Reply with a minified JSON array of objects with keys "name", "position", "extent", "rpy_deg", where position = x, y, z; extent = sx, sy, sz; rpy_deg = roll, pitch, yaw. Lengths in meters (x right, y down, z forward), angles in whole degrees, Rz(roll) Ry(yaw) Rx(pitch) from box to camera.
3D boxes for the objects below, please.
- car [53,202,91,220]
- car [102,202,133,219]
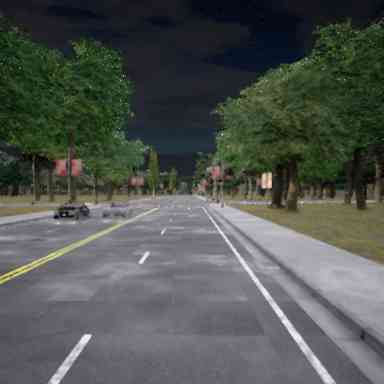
[{"name":"car","position":[-9.850,1.563,27.611],"extent":[1.994,1.385,4.181],"rpy_deg":[0,0,0]},{"name":"car","position":[-6.600,1.602,29.713],"extent":[1.895,1.301,4.718],"rpy_deg":[0,0,0]}]
